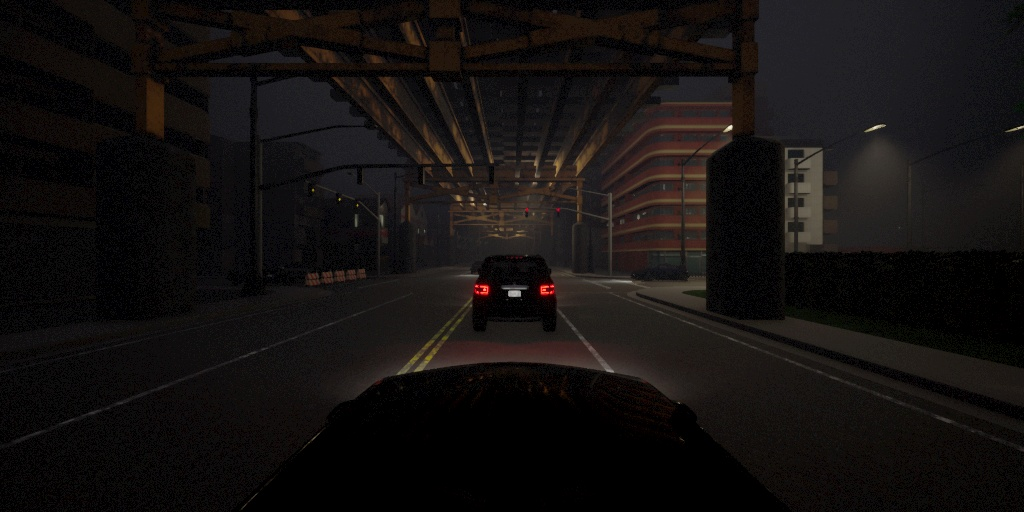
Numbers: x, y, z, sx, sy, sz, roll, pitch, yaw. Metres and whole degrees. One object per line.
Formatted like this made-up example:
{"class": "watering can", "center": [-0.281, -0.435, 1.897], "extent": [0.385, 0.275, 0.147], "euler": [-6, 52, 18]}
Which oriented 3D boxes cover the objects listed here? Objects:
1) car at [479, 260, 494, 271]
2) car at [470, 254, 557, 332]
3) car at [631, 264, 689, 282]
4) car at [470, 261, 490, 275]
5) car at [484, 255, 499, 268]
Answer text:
{"class": "car", "center": [-3.556, 1.276, 50.779], "extent": [1.812, 1.442, 4.674], "euler": [0, 0, 0]}
{"class": "car", "center": [0.076, 0.971, 11.054], "extent": [2.150, 2.045, 5.566], "euler": [0, 0, 0]}
{"class": "car", "center": [11.544, 1.314, 28.077], "extent": [4.181, 1.385, 1.994], "euler": [0, 0, -1]}
{"class": "car", "center": [-3.569, 1.276, 40.690], "extent": [1.812, 1.442, 4.674], "euler": [0, 0, 0]}
{"class": "car", "center": [-3.528, 0.950, 62.518], "extent": [2.150, 2.045, 5.566], "euler": [0, 0, 0]}
